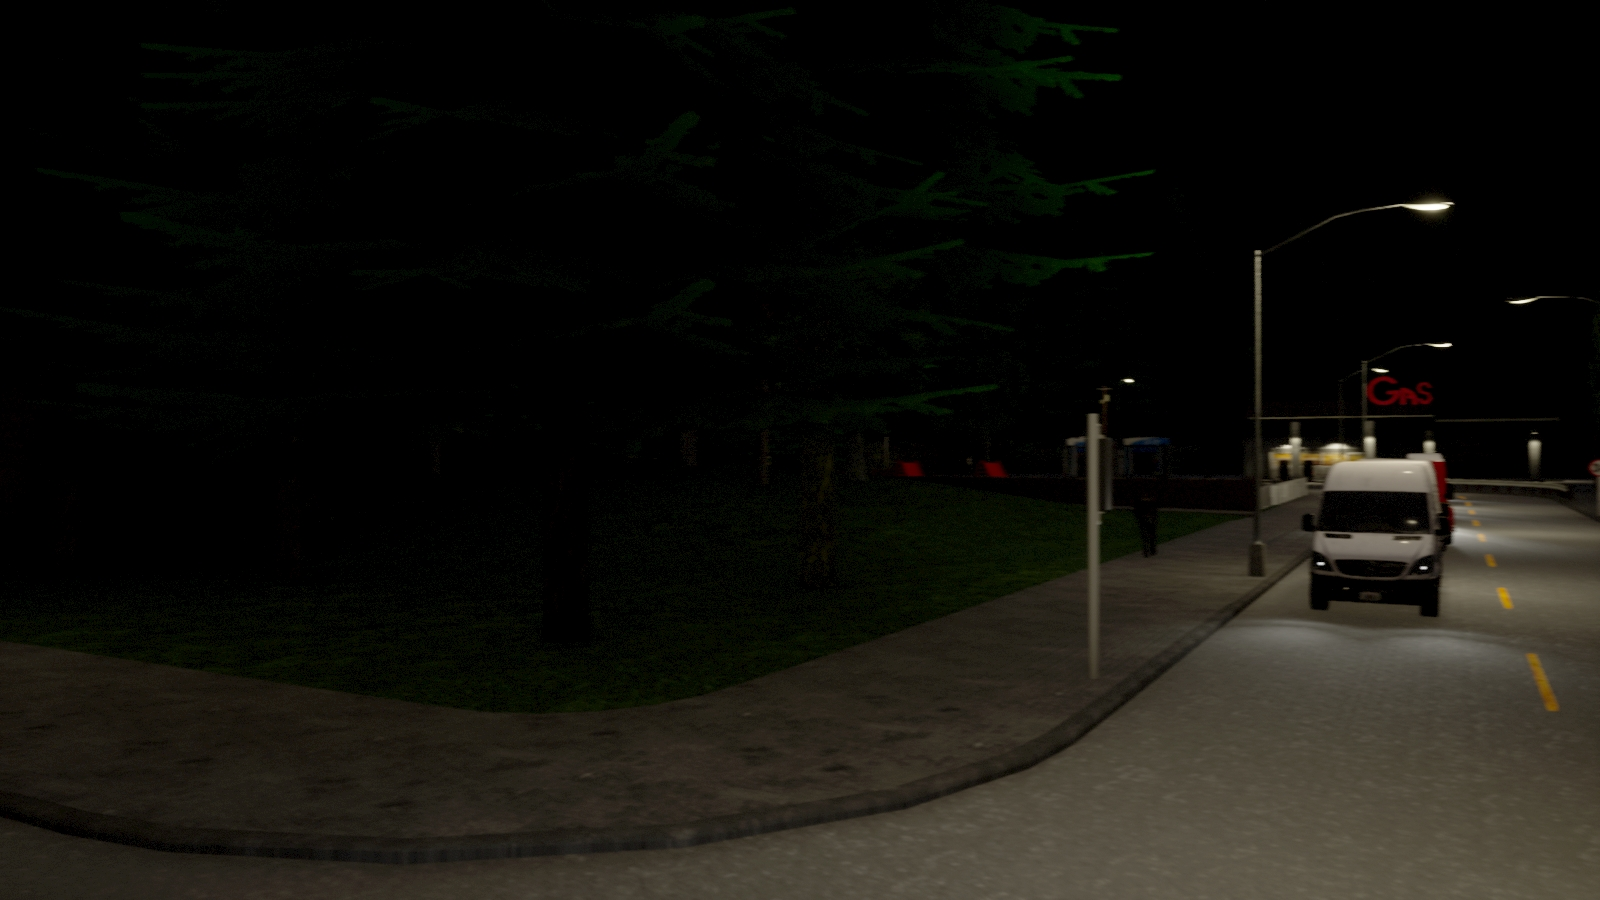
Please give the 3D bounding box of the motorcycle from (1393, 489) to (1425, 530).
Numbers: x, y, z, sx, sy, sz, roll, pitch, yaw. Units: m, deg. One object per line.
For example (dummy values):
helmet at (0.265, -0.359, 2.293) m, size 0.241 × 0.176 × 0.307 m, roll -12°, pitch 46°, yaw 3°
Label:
motorcycle at (20.061, 1.934, 37.638) m, size 0.867 × 1.251 × 2.209 m, roll 0°, pitch 0°, yaw 30°

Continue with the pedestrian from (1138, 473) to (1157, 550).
pedestrian at (8.548, 1.504, 28.069) m, size 0.375 × 1.860 × 0.375 m, roll 0°, pitch 0°, yaw 29°

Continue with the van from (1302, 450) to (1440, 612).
van at (10.739, 1.287, 21.222) m, size 1.988 × 2.561 × 5.915 m, roll 0°, pitch 0°, yaw 29°

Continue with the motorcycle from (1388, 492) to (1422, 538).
motorcycle at (18.057, 1.916, 34.072) m, size 0.856 × 1.236 × 1.805 m, roll 0°, pitch 0°, yaw 30°
